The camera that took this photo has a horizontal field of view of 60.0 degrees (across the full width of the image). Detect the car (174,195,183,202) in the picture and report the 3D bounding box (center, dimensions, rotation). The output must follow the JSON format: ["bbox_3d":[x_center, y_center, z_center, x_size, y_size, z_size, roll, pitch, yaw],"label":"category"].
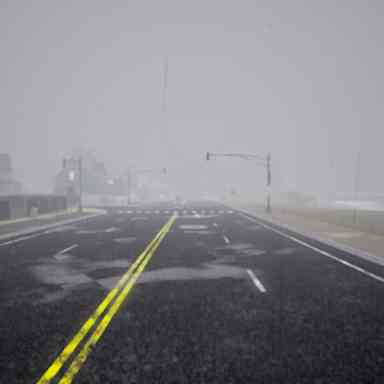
[{"bbox_3d":[-3.264,1.567,80.428,1.882,1.535,5.008,0,0,0],"label":"car"}]
